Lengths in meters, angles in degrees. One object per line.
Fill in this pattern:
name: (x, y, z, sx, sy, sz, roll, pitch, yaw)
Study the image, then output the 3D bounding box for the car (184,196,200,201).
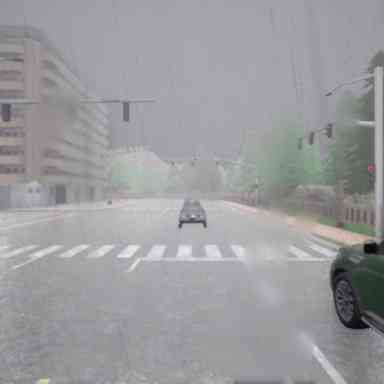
car: (0.000, 1.328, 41.821, 2.097, 1.767, 4.553, 0, 0, 0)

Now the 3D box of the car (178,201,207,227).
car: (0.047, 1.540, 22.759, 2.033, 1.411, 5.357, 0, 0, 0)

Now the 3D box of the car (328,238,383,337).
car: (3.523, 1.215, 3.744, 2.150, 2.045, 5.566, 0, 0, 1)
